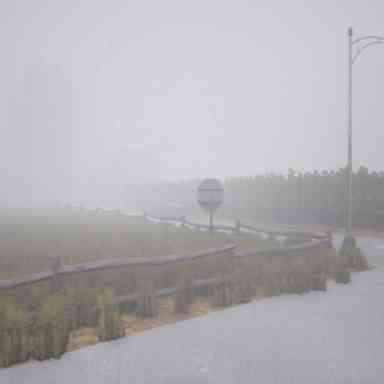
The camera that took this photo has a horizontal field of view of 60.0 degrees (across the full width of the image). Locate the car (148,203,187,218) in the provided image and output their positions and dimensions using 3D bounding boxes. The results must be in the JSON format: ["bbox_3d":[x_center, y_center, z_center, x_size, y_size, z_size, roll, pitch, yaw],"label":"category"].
[{"bbox_3d":[-2.333,1.817,31.153,1.837,1.490,4.892,1,-1,-36],"label":"car"}]

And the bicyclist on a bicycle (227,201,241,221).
[{"bbox_3d":[3.569,1.636,28.450,1.656,1.620,0.582,0,-1,-36],"label":"bicyclist on a bicycle"}]
